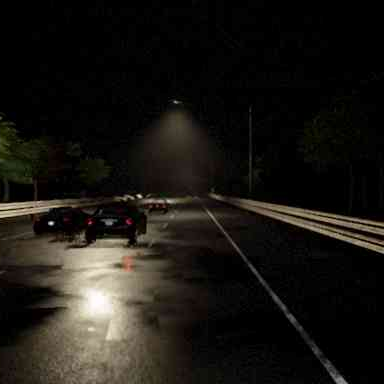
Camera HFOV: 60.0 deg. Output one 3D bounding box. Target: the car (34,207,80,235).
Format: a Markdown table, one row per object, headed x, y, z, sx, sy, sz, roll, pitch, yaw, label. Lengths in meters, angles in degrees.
| x | y | z | sx | sy | sz | roll | pitch | yaw | label |
| --- | --- | --- | --- | --- | --- | --- | --- | --- | --- |
| -6.887 | 1.504 | 18.266 | 1.994 | 1.385 | 4.181 | 0 | 0 | 0 | car |

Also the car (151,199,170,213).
| x | y | z | sx | sy | sz | roll | pitch | yaw | label |
| --- | --- | --- | --- | --- | --- | --- | --- | --- | --- |
| -3.376 | 1.429 | 35.013 | 2.033 | 1.411 | 5.357 | 0 | 0 | 0 | car |

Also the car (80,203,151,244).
| x | y | z | sx | sy | sz | roll | pitch | yaw | label |
| --- | --- | --- | --- | --- | --- | --- | --- | --- | --- |
| -3.389 | 1.300 | 15.733 | 2.097 | 1.767 | 4.553 | 0 | 0 | 0 | car |

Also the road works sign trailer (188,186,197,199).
| x | y | z | sx | sy | sz | roll | pitch | yaw | label |
| --- | --- | --- | --- | --- | --- | --- | --- | --- | --- |
| 0.062 | 0.118 | 90.125 | 2.380 | 3.560 | 2.880 | 0 | 0 | 0 | road works sign trailer |
